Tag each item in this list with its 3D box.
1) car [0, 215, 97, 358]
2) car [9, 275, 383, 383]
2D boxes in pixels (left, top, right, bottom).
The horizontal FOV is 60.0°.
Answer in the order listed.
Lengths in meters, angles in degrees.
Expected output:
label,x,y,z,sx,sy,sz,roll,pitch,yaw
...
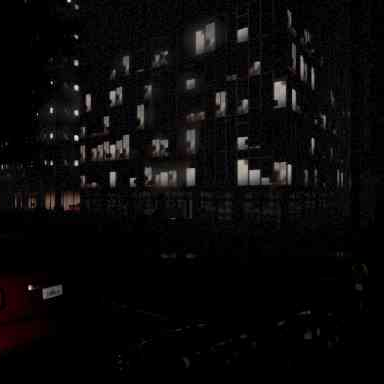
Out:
label,x,y,z,sx,sy,sz,roll,pitch,yaw
car,-3.663,1.315,5.493,5.009,1.841,2.192,0,0,36
car,0.832,1.566,2.284,4.313,1.339,1.947,0,0,36
